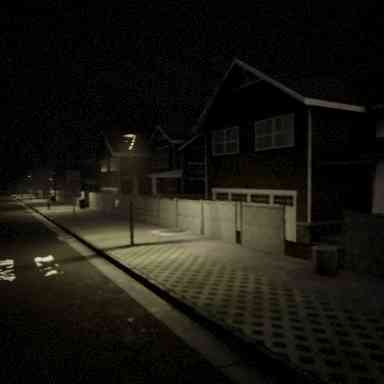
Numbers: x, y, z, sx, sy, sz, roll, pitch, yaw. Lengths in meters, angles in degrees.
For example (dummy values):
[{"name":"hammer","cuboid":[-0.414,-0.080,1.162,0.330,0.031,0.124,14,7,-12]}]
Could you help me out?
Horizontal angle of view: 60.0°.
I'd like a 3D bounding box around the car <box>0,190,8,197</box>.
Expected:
[{"name":"car","cuboid":[-46.230,0.383,81.614,2.128,1.511,4.902,-2,2,-30]}]
